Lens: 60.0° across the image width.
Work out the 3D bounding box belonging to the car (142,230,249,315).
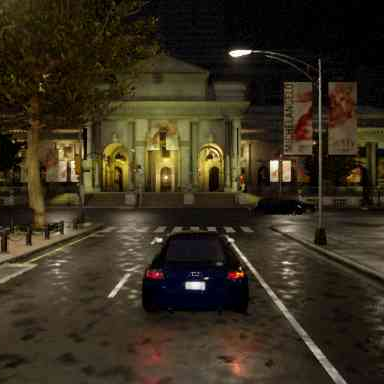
[{"bbox_3d":[0.073,1.564,7.676,1.994,1.385,4.181,0,0,0],"label":"car"}]

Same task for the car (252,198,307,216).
[{"bbox_3d":[8.026,1.353,31.550,4.553,1.767,2.097,0,0,0],"label":"car"}]

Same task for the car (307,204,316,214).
[{"bbox_3d":[10.515,1.505,35.036,4.892,1.490,1.837,0,0,0],"label":"car"}]
